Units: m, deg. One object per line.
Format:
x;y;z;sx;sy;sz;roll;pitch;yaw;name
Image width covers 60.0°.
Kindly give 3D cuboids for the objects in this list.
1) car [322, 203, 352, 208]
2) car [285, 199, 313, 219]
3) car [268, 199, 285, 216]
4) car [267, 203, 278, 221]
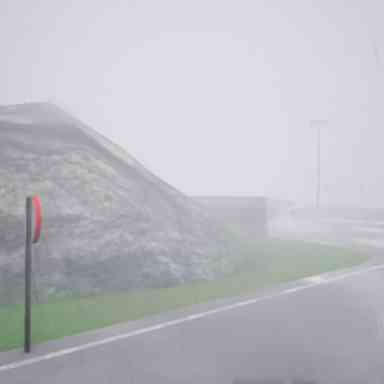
18.966;2.270;44.680;1.837;1.490;4.892;1;-1;-37;car
10.843;1.849;37.688;2.150;2.045;5.566;1;-1;-37;car
7.061;1.806;36.893;2.150;2.045;5.566;1;-1;-37;car
5.745;2.062;32.840;1.812;1.442;4.674;1;-1;-37;car
